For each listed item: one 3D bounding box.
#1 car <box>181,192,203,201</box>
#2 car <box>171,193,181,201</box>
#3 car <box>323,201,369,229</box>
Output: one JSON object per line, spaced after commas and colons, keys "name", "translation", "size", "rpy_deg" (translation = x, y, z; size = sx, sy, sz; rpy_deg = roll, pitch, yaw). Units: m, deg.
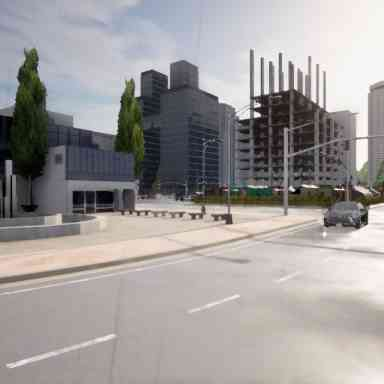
{"name": "car", "translation": [-0.060, 1.395, 74.919], "size": [1.970, 1.475, 3.806], "rpy_deg": [0, 0, 37]}
{"name": "car", "translation": [-2.358, 1.156, 76.680], "size": [1.905, 1.878, 3.866], "rpy_deg": [0, 0, 37]}
{"name": "car", "translation": [10.167, 1.418, 21.846], "size": [2.097, 1.767, 4.553], "rpy_deg": [0, 0, 36]}
